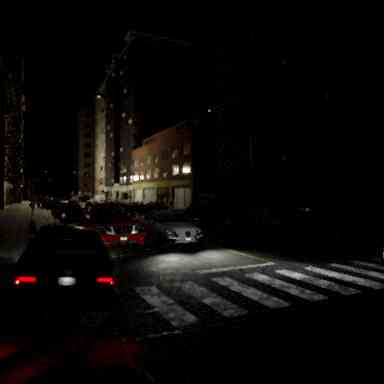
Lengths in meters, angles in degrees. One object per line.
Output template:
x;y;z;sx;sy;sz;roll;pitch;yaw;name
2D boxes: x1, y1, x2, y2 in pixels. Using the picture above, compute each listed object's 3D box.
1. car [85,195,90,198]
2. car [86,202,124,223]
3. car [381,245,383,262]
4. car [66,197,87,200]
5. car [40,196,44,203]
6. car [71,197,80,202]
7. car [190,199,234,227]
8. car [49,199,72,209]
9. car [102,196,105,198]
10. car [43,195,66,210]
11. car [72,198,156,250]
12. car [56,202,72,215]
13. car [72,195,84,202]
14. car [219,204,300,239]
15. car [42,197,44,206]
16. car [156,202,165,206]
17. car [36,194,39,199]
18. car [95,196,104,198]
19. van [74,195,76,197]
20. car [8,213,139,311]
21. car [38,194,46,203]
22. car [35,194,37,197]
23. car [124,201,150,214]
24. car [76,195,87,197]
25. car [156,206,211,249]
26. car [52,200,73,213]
-18.776;1.808;63.569;2.008;1.369;4.403;0;0;-26;car
-7.373;1.650;27.764;2.033;1.411;5.357;0;0;-26;car
7.837;1.514;8.815;4.902;1.511;2.128;0;0;14;car
-16.171;1.750;45.976;1.994;1.385;4.181;0;0;-26;car
-23.499;1.775;54.942;1.947;1.339;4.313;0;0;-26;car
-31.251;1.938;89.076;1.802;1.307;4.206;0;0;-26;car
1.185;1.404;22.759;2.192;1.841;5.009;0;0;-26;car
-13.516;1.708;34.540;1.802;1.307;4.206;0;0;-26;car
-11.291;1.740;48.265;1.887;1.381;4.507;0;0;-26;car
-18.507;1.608;44.742;1.967;1.590;4.097;0;0;-26;car
-3.533;1.355;14.139;2.192;1.841;5.009;0;0;-26;car
-8.525;1.649;24.339;1.947;1.339;4.313;0;0;-26;car
-28.755;1.652;83.976;2.192;1.841;5.009;0;0;-26;car
3.605;1.593;17.809;1.752;1.417;4.829;0;0;-26;car
-21.003;1.771;49.842;1.802;1.307;4.206;0;0;-26;car
-3.805;1.677;32.960;1.887;1.381;4.507;0;0;-26;car
-33.480;1.605;75.346;2.192;1.841;5.009;0;0;-26;car
-13.785;1.657;53.367;1.967;1.590;4.097;0;0;-26;car
-26.260;1.658;78.874;1.690;1.788;3.998;0;0;-26;van
-2.870;1.483;7.670;2.033;1.411;5.357;6;-2;-20;car
-25.993;1.545;60.044;2.192;1.841;5.009;0;0;-26;car
-38.472;1.643;85.546;2.192;1.841;5.009;0;0;-26;car
-6.301;1.736;38.062;1.802;1.307;4.206;0;0;-26;car
-23.765;1.613;73.773;2.192;1.841;5.009;0;0;-26;car
-1.163;1.573;15.065;1.812;1.442;4.674;0;0;-26;car
-11.020;1.650;29.439;1.887;1.381;4.507;0;0;-26;car
